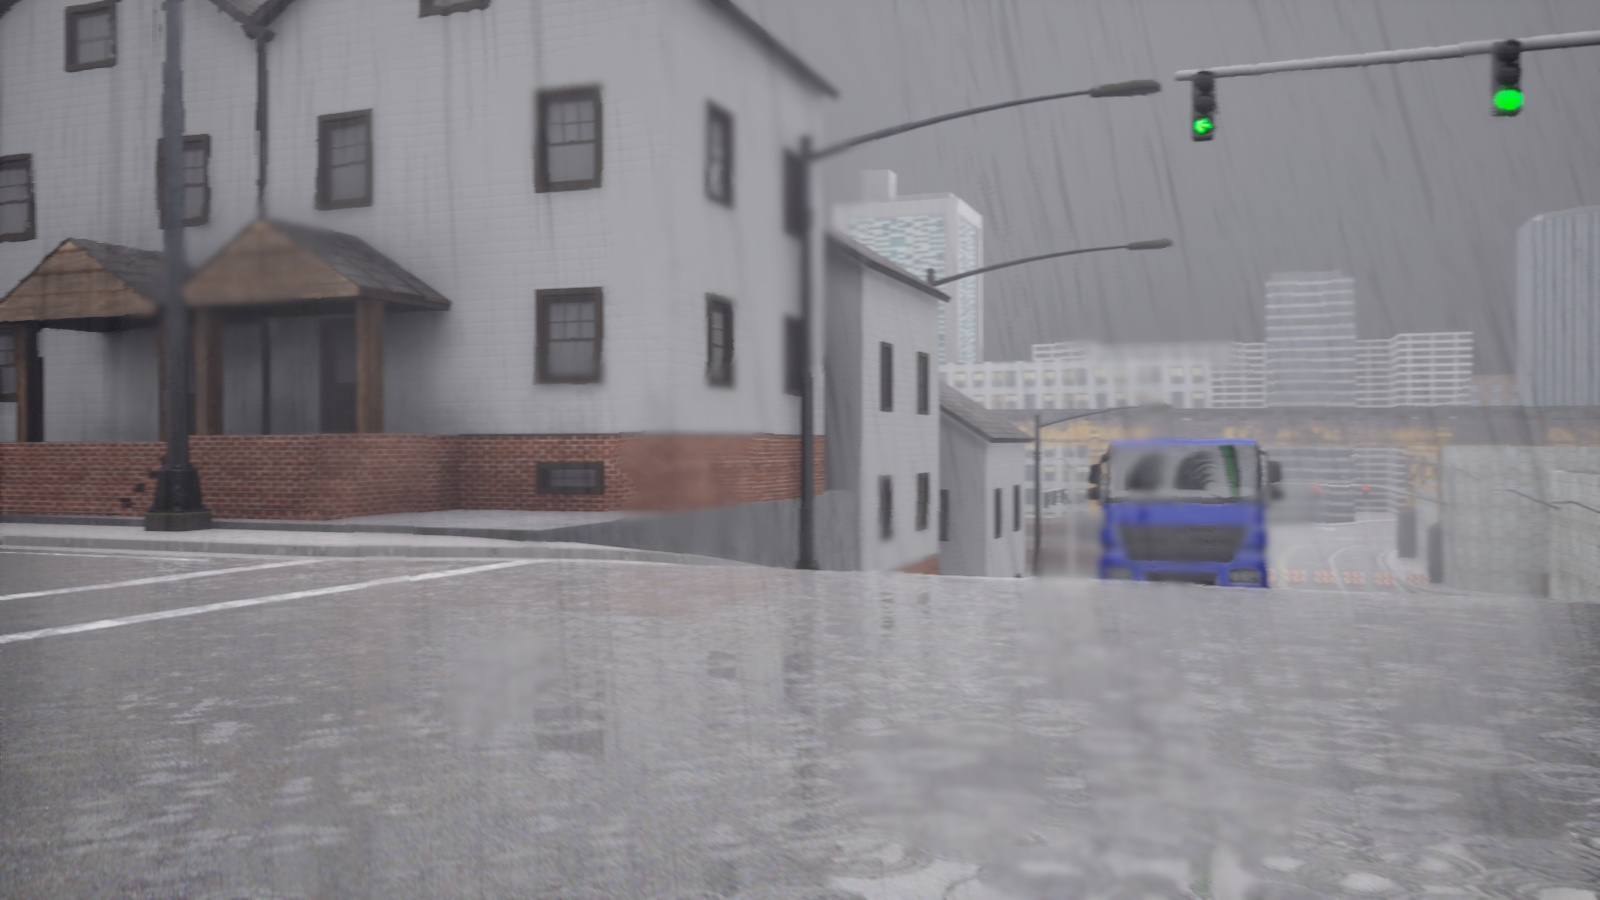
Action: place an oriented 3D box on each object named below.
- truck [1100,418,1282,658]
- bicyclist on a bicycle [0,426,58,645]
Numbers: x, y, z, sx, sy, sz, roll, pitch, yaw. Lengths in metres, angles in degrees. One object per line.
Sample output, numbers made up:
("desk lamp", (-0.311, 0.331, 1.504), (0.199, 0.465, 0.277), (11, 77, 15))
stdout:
("truck", (8.013, 2.041, 24.983), (2.891, 3.462, 7.936), (-1, -13, 21))
("bicyclist on a bicycle", (-6.598, 0.637, 9.666), (1.509, 1.612, 0.866), (0, 2, 30))
